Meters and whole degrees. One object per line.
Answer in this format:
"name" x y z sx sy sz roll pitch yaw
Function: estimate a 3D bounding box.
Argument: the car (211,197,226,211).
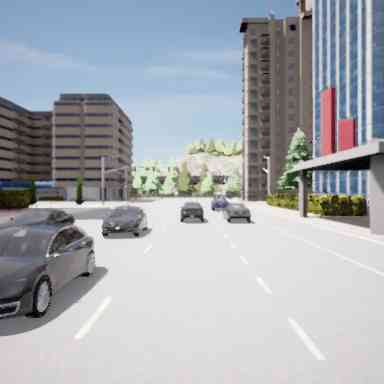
"car" 3.506 1.415 42.648 2.097 1.767 4.553 0 0 0

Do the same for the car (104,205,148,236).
"car" -3.605 1.536 18.536 1.837 1.490 4.892 0 0 0

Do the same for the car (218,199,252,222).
"car" 3.533 1.587 26.764 2.033 1.411 5.357 0 0 0

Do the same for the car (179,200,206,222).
"car" 0.032 1.547 26.996 1.837 1.490 4.892 0 0 0

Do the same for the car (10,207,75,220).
"car" -7.043 1.505 15.414 1.882 1.535 5.008 0 0 0

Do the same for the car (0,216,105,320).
"car" -3.606 1.520 7.527 1.837 1.490 4.892 0 0 0

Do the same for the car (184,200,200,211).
"car" 0.007 1.665 42.248 1.895 1.301 4.718 0 0 0
